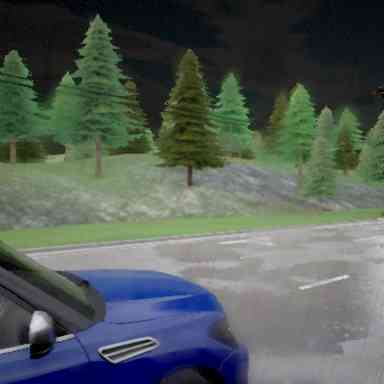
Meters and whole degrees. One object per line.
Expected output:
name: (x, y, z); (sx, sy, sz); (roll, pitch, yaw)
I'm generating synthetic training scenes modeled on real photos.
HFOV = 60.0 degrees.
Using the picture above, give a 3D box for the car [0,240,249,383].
car: (-2.134, 1.219, 2.225); (5.566, 2.045, 2.150); (0, 0, -36)
